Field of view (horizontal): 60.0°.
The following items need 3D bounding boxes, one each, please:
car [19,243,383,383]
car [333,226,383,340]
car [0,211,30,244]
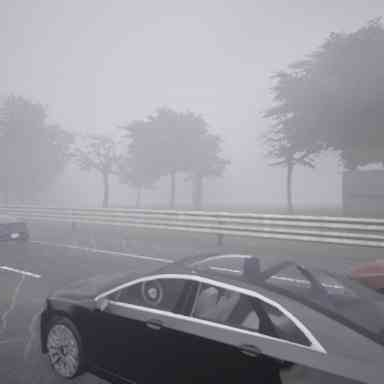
[{"bbox_3d":[0.184,1.491,3.841,4.902,1.511,2.128,0,0,35],"label":"car"},{"bbox_3d":[4.900,1.475,4.782,5.008,1.535,1.882,0,0,36],"label":"car"},{"bbox_3d":[-8.913,1.559,14.492,4.674,1.442,1.812,0,0,35],"label":"car"}]
